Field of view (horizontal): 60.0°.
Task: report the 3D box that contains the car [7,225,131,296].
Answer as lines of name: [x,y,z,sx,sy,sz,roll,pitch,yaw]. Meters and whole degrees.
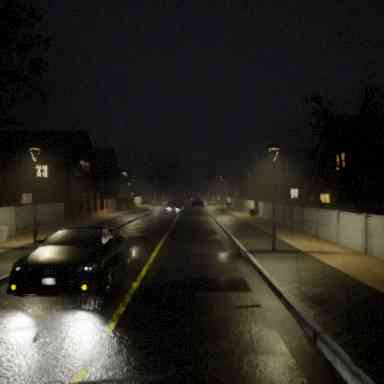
car: [-2.849,1.586,8.599,1.994,1.385,4.181,0,0,0]

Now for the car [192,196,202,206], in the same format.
car: [0.832,1.584,60.505,1.801,1.575,5.366,0,0,0]

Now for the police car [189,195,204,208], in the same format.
police car: [0.830,1.537,50.422,1.930,1.638,5.238,0,0,0]

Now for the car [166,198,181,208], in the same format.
car: [-2.810,1.678,51.610,1.994,1.385,4.181,0,0,0]

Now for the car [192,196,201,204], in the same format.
car: [0.832,1.594,66.505,1.801,1.575,5.366,0,0,0]
